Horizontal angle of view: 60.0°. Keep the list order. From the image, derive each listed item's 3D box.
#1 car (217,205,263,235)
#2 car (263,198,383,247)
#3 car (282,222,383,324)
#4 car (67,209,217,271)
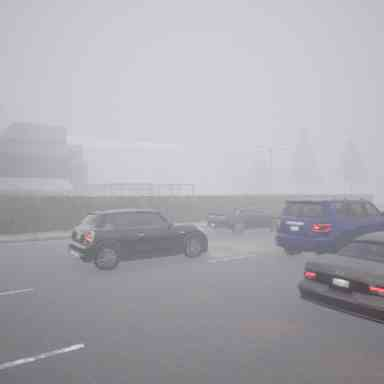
[{"bbox_3d":[3.059,1.491,18.824,4.902,1.511,2.128,0,0,-36],"label":"car"},{"bbox_3d":[5.359,1.221,11.868,5.566,2.045,2.150,0,0,-36],"label":"car"},{"bbox_3d":[4.499,1.547,6.955,5.357,1.411,2.033,0,0,-36],"label":"car"},{"bbox_3d":[-1.663,1.352,11.158,4.553,1.767,2.097,0,0,-35],"label":"car"}]
